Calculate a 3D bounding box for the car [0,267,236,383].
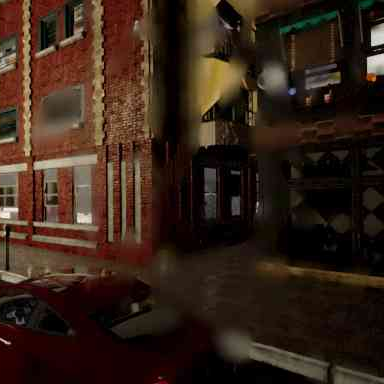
[{"bbox_3d":[-1.515,1.583,3.934,4.206,1.307,1.802,0,-1,36],"label":"car"}]
